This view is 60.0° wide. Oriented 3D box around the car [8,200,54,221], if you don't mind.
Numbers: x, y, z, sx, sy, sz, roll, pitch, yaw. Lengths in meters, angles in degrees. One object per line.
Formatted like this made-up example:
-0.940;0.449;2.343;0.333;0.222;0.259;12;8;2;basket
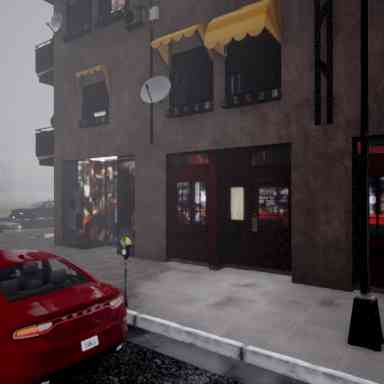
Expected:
-11.013;1.361;25.564;2.033;1.411;5.357;0;1;35;car

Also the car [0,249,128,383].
-2.945;1.545;4.995;4.507;1.381;1.887;0;0;36;car
